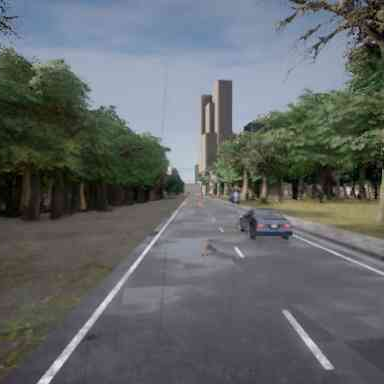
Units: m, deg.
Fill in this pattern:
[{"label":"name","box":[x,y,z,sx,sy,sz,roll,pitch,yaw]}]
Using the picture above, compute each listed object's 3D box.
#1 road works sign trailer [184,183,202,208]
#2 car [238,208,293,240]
[{"label":"road works sign trailer","box":[0.011,0.488,47.733,2.380,3.560,2.880,0,0,0]},{"label":"car","box":[3.604,1.545,17.075,2.033,1.411,5.357,0,0,0]}]
